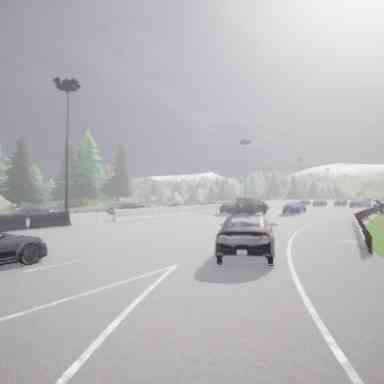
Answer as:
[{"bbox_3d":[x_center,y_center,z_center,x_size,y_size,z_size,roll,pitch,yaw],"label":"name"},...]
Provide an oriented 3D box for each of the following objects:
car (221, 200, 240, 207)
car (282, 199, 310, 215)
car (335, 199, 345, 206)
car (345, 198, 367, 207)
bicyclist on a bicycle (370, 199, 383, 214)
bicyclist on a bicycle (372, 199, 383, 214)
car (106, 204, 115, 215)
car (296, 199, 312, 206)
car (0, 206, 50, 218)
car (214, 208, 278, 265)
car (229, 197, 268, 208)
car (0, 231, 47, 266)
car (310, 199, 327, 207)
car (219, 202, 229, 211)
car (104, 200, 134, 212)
[{"bbox_3d":[8.369,2.484,71.958,2.128,1.511,4.902,-1,-1,33],"label":"car"},{"bbox_3d":[12.052,1.873,39.154,1.812,1.442,4.674,-1,-1,33],"label":"car"},{"bbox_3d":[29.751,2.083,66.250,2.033,1.411,5.357,-1,-1,33],"label":"car"},{"bbox_3d":[28.827,1.970,58.307,2.033,1.411,5.357,-1,-1,33],"label":"car"},{"bbox_3d":[21.619,1.661,38.538,0.582,1.620,1.656,3,-2,-35],"label":"bicyclist on a bicycle"},{"bbox_3d":[21.074,1.657,37.708,1.656,1.620,0.582,0,0,26],"label":"bicyclist on a bicycle"},{"bbox_3d":[-9.456,2.117,45.000,2.097,1.767,4.553,-1,-1,33],"label":"car"},{"bbox_3d":[23.218,2.165,69.057,1.882,1.535,5.008,-1,-1,33],"label":"car"},{"bbox_3d":[-18.676,2.330,37.312,2.033,1.411,5.357,-2,-1,33],"label":"car"},{"bbox_3d":[2.007,1.557,11.979,2.128,1.511,4.902,-1,-1,13],"label":"car"},{"bbox_3d":[6.701,1.619,37.383,2.150,2.045,5.566,-1,-1,33],"label":"car"},{"bbox_3d":[-6.785,1.745,10.390,1.994,1.385,4.181,-1,-1,33],"label":"car"},{"bbox_3d":[25.453,2.125,66.088,2.128,1.511,4.902,-1,-1,33],"label":"car"},{"bbox_3d":[5.115,1.993,41.336,1.837,1.490,4.892,-1,-1,33],"label":"car"},{"bbox_3d":[-11.810,2.306,54.130,2.097,1.767,4.553,-1,-1,34],"label":"car"}]
